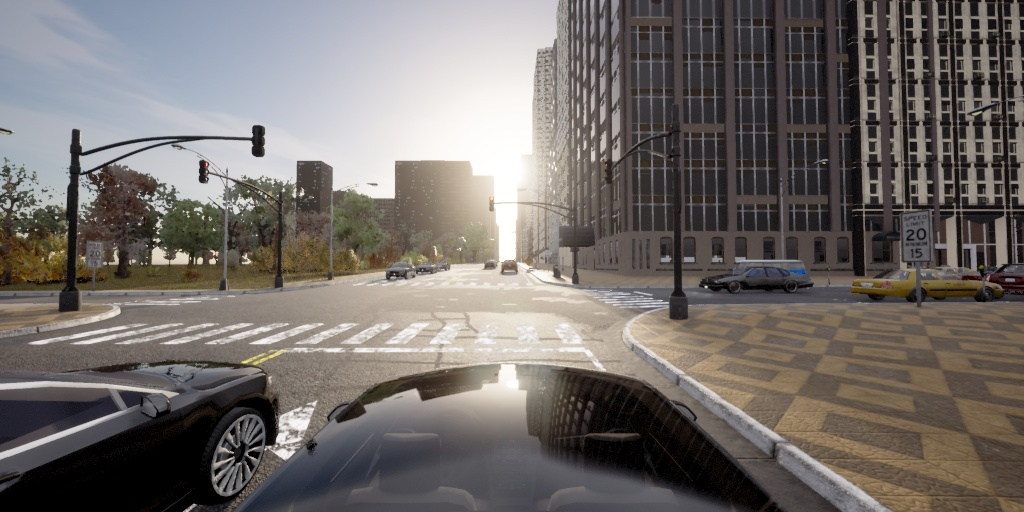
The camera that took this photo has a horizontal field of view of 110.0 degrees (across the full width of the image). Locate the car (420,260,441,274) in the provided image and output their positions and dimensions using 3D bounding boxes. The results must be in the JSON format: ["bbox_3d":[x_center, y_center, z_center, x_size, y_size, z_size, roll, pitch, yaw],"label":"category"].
[{"bbox_3d":[-10.227,1.416,42.971,1.994,1.385,4.181,0,0,0],"label":"car"}]

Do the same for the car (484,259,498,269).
[{"bbox_3d":[-3.817,1.461,62.736,1.837,1.490,4.892,0,0,-1],"label":"car"}]

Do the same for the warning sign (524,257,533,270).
[{"bbox_3d":[2.395,1.003,50.903,1.300,1.860,1.060,0,0,-1],"label":"warning sign"}]

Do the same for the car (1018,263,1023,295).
[{"bbox_3d":[21.628,0.962,14.190,4.097,1.591,1.967,0,0,-1],"label":"car"}]

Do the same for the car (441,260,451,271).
[{"bbox_3d":[-10.320,1.392,53.195,2.128,1.511,4.902,0,0,-1],"label":"car"}]

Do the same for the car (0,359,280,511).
[{"bbox_3d":[-3.140,1.242,1.495,2.128,1.511,4.902,0,0,-1],"label":"car"}]

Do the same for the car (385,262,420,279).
[{"bbox_3d":[-10.149,1.321,33.073,1.837,1.490,4.892,0,0,-2],"label":"car"}]

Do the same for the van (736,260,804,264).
[{"bbox_3d":[15.759,1.124,22.087,3.998,1.789,1.690,0,0,-1],"label":"van"}]

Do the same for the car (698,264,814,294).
[{"bbox_3d":[13.147,1.269,19.442,5.357,1.411,2.033,0,-2,-1],"label":"car"}]

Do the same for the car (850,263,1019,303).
[{"bbox_3d":[16.215,1.076,14.073,4.829,1.417,1.751,0,0,-1],"label":"car"}]

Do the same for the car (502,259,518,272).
[{"bbox_3d":[-0.334,1.227,48.398,2.097,1.767,4.553,0,0,-1],"label":"car"}]
